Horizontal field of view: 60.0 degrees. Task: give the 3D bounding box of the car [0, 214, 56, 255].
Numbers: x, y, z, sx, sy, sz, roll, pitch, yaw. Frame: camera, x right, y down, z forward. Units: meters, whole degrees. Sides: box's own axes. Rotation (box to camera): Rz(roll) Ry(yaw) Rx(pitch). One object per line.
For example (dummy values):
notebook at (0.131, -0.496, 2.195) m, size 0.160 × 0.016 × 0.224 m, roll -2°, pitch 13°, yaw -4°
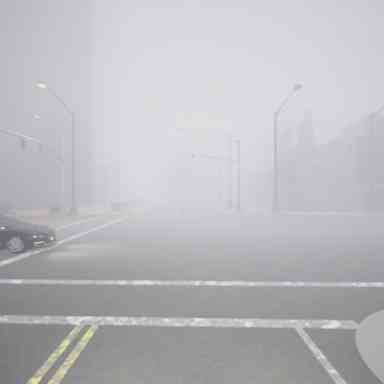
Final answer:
car at (-7.930, 1.595, 13.060) m, size 4.892 × 1.490 × 1.837 m, roll 0°, pitch 0°, yaw 0°
